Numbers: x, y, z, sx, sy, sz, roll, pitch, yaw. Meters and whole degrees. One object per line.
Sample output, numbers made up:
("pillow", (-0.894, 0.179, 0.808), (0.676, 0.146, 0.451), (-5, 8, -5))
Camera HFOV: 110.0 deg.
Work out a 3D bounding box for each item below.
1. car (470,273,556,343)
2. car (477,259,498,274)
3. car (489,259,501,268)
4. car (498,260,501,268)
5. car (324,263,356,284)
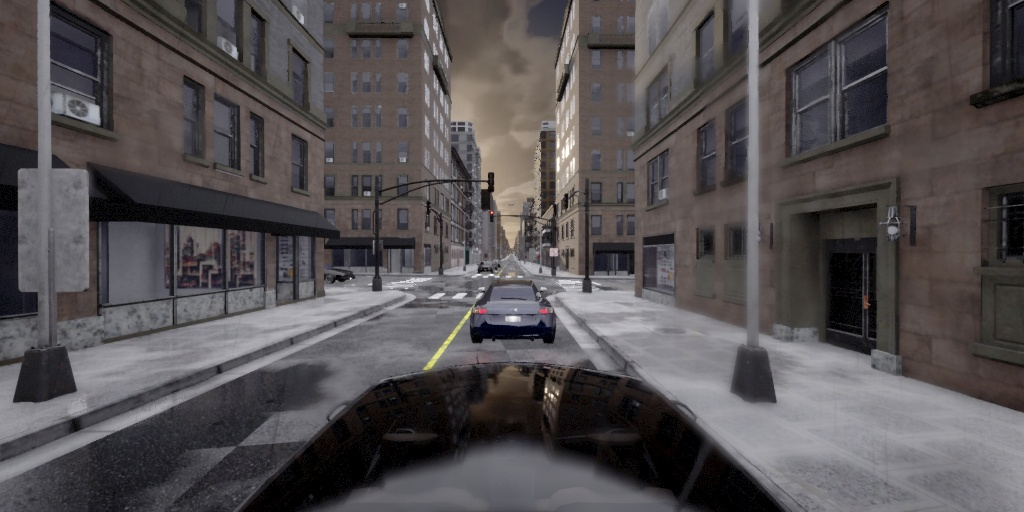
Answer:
("car", (0.017, 1.315, 9.668), (1.994, 1.385, 4.181), (0, 0, 0))
("car", (-3.063, 1.309, 43.112), (1.837, 1.490, 4.892), (0, 0, 0))
("car", (-3.011, 1.323, 63.344), (1.882, 1.535, 5.008), (0, 0, 0))
("car", (-3.057, 1.371, 52.935), (2.033, 1.411, 5.357), (0, 0, 0))
("car", (-13.856, 1.138, 24.947), (5.357, 1.411, 2.033), (1, 0, 1))
